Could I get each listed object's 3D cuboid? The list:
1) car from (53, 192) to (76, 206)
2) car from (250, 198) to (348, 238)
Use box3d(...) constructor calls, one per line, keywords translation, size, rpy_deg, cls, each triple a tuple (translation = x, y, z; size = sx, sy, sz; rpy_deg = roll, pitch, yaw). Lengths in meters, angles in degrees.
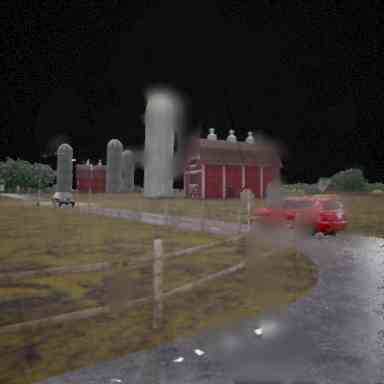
box3d(translation=(-19.080, 1.045, 49.566), size=(2.150, 2.045, 5.566), rpy_deg=(2, 0, -35), cls="car")
box3d(translation=(5.754, 1.319, 18.530), size=(2.150, 2.045, 5.566), rpy_deg=(0, 0, -35), cls="car")
